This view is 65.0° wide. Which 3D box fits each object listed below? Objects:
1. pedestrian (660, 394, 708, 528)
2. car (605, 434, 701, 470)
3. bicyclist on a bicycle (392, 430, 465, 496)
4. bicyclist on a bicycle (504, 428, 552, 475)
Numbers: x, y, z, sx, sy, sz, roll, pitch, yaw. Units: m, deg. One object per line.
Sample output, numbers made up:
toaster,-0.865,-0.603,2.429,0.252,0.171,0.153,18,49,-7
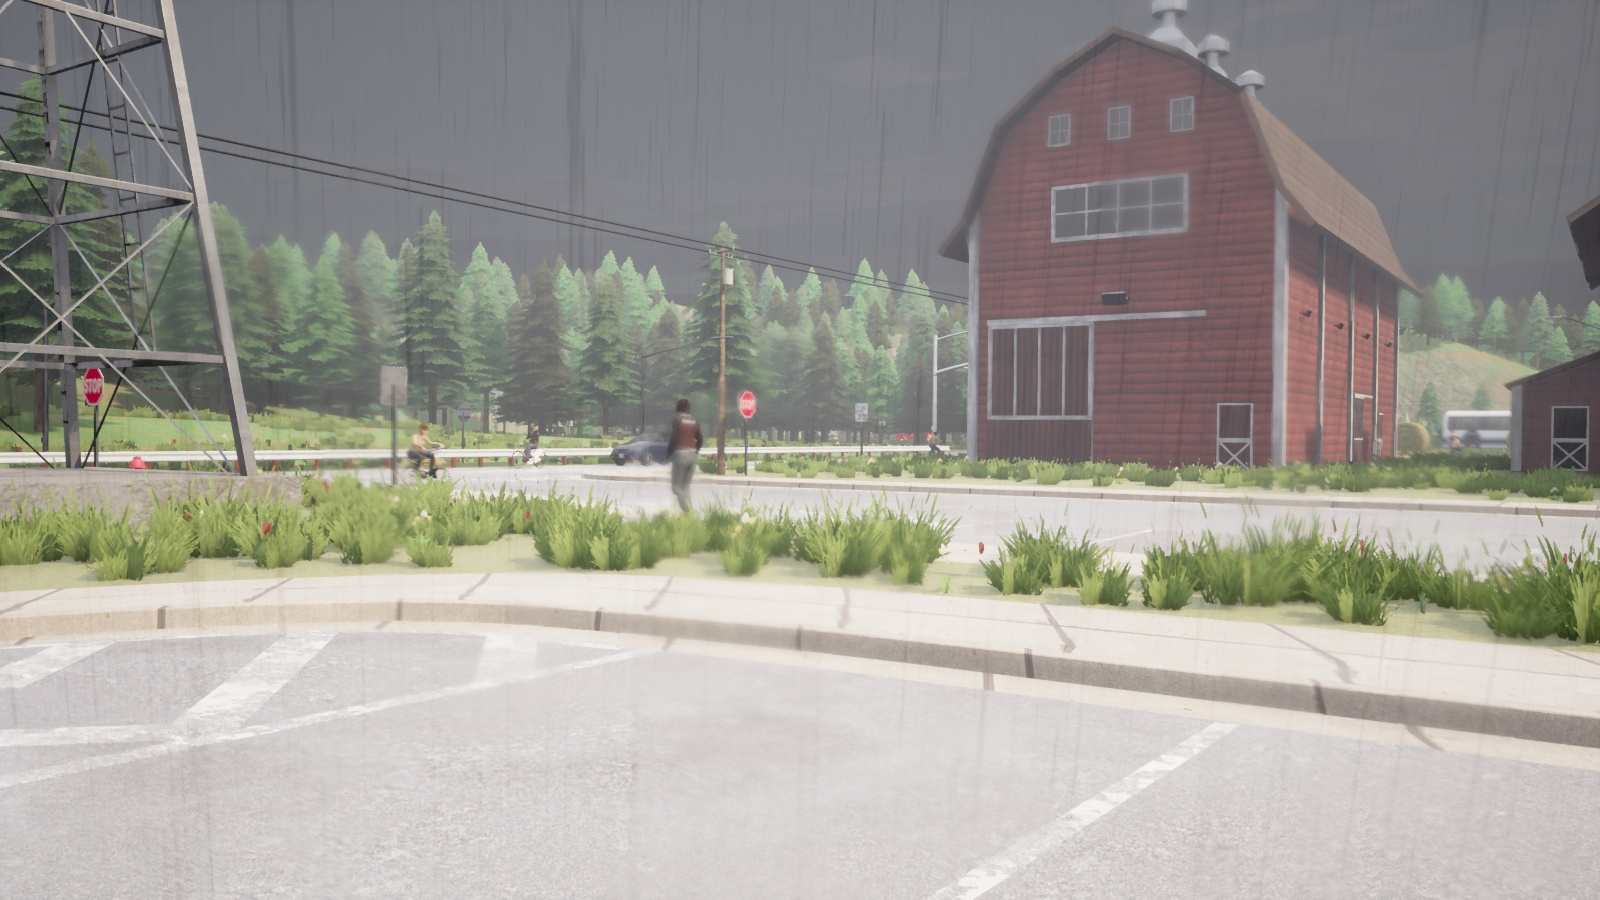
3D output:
pedestrian,-1.708,0.150,18.448,0.402,1.930,0.666,-1,1,-36
car,-6.293,0.061,54.251,1.816,1.474,4.193,0,1,34
bicyclist on a bicycle,-9.388,0.319,31.756,1.509,1.612,0.866,0,3,22
bicyclist on a bicycle,-10.415,0.039,48.179,0.659,1.776,1.843,0,1,34
